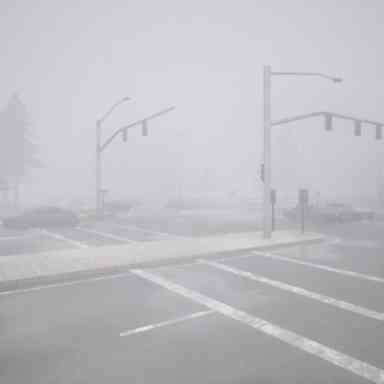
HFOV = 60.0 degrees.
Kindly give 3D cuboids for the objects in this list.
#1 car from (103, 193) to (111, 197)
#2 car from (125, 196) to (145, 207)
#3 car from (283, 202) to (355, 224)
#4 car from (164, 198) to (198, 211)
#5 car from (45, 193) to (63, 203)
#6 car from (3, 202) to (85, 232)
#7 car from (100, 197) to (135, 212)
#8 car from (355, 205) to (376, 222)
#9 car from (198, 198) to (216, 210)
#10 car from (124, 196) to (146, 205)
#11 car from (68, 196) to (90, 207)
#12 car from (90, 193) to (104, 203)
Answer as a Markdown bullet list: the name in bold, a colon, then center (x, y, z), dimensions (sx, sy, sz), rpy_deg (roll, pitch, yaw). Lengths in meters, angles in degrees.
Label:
- **car**: center (-19.036, 1.166, 71.399), dimensions (2.150, 2.045, 5.566), rpy_deg (0, 0, -35)
- **car**: center (-9.597, 1.490, 51.693), dimensions (1.837, 1.490, 4.892), rpy_deg (0, 0, -35)
- **car**: center (9.218, 1.588, 24.872), dimensions (1.895, 1.301, 4.718), rpy_deg (0, 0, -35)
- **car**: center (-1.648, 1.550, 40.356), dimensions (1.994, 1.385, 4.181), rpy_deg (0, 0, -35)
- **car**: center (-26.559, 1.218, 63.841), dimensions (2.150, 2.045, 5.566), rpy_deg (0, 0, -35)
- **car**: center (-9.087, 1.561, 20.216), dimensions (4.181, 1.385, 1.994), rpy_deg (0, 0, -37)
- **car**: center (-8.651, 1.592, 38.146), dimensions (1.895, 1.301, 4.718), rpy_deg (0, 0, -35)
- **car**: center (12.187, 1.510, 26.734), dimensions (1.812, 1.442, 4.674), rpy_deg (0, 0, -35)
- **car**: center (0.766, 1.532, 43.010), dimensions (2.033, 1.411, 5.357), rpy_deg (0, 0, -35)
- **car**: center (-10.076, 1.489, 58.494), dimensions (1.837, 1.490, 4.892), rpy_deg (0, 0, -35)
- **car**: center (-17.645, 1.495, 50.980), dimensions (1.837, 1.490, 4.892), rpy_deg (0, 0, -35)
- **car**: center (-19.783, 1.490, 66.372), dimensions (1.837, 1.490, 4.892), rpy_deg (0, 0, -35)
